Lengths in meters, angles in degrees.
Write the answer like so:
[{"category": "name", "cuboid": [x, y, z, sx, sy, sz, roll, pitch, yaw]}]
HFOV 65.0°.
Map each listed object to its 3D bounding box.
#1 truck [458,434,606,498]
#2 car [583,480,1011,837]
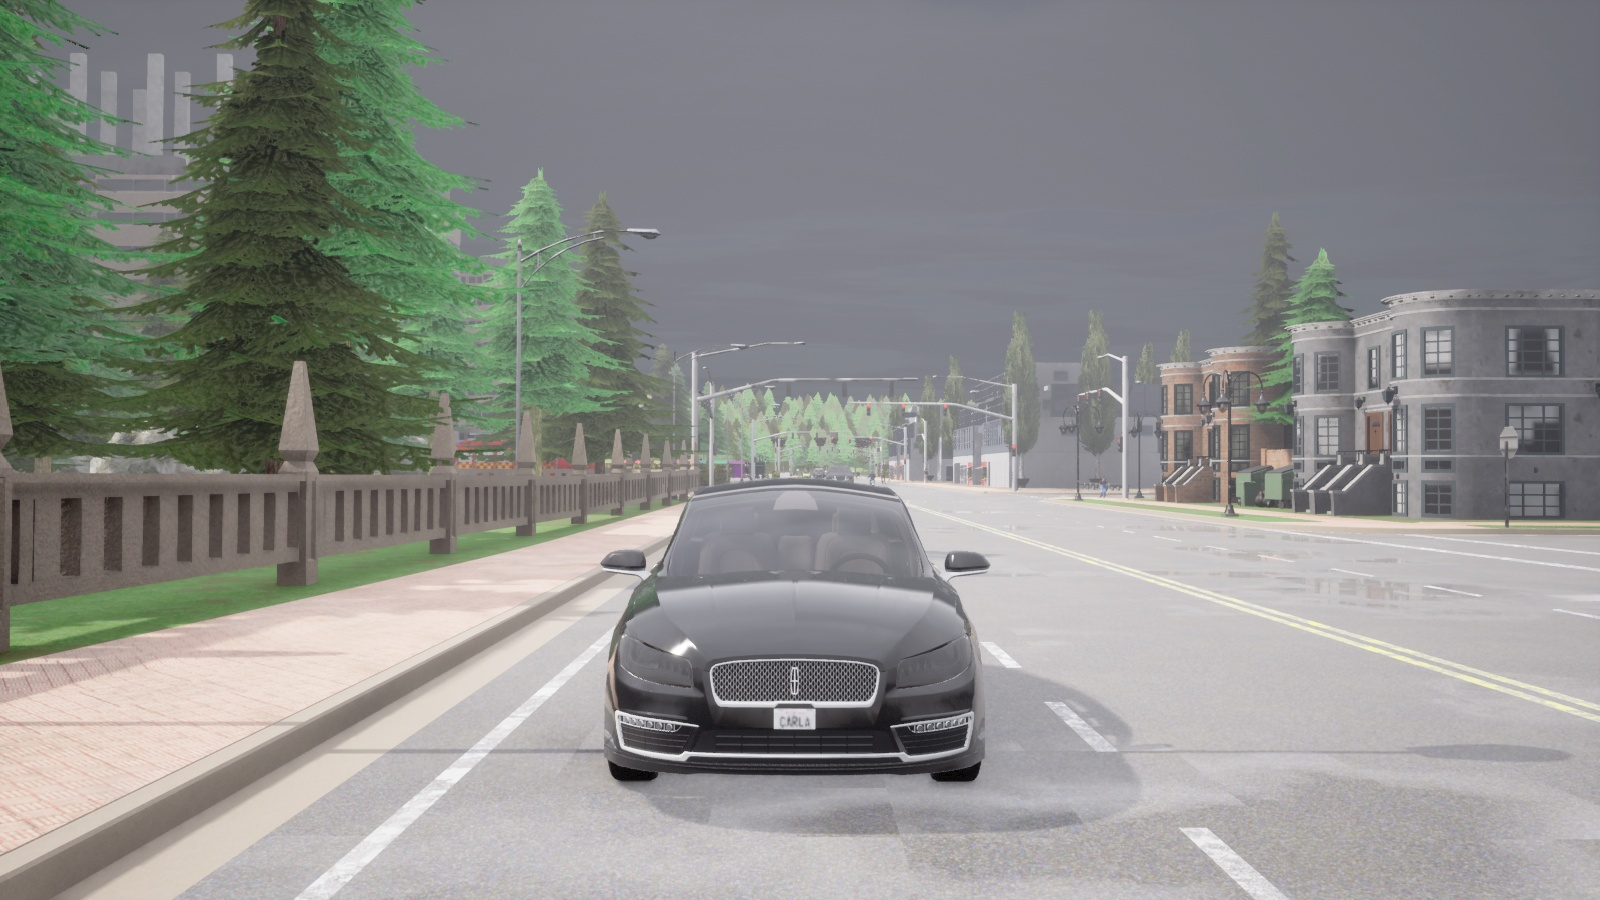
[{"category": "truck", "cuboid": [-16.340, 1.006, 77.079, 8.468, 3.827, 2.891, 0, -1, 0]}, {"category": "car", "cuboid": [-0.021, 0.951, 7.847, 1.837, 1.490, 4.892, 0, -1, 0]}]
